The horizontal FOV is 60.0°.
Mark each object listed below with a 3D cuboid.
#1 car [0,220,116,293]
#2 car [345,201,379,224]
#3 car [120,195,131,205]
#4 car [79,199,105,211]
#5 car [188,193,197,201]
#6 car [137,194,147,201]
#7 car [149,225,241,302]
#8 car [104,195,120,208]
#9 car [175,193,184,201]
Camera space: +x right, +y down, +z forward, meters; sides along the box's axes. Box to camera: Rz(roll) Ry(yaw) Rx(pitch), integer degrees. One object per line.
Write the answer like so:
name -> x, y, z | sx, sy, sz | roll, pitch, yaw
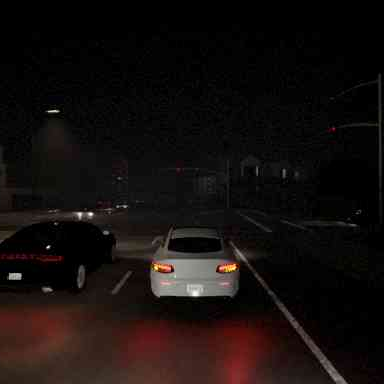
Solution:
car -> -3.425, 1.498, 8.945 | 1.882, 1.535, 5.008 | 0, 0, 0
car -> 14.262, 1.490, 25.471 | 4.553, 1.767, 2.097 | 0, -1, 0
car -> -13.968, 1.569, 67.818 | 2.150, 2.045, 5.566 | 0, 1, 0
car -> -14.080, 1.977, 46.195 | 1.895, 1.301, 4.718 | 0, -1, 0
car -> 0.045, 1.413, 89.285 | 2.150, 2.045, 5.566 | 0, -1, 0
car -> -13.953, 1.441, 92.368 | 2.150, 2.045, 5.566 | 0, 0, 0
car -> 0.071, 1.540, 8.158 | 1.812, 1.442, 4.674 | 0, 0, 0
car -> -14.056, 1.784, 55.462 | 2.097, 1.767, 4.553 | 0, 0, 0
car -> -3.455, 1.417, 88.985 | 2.150, 2.045, 5.566 | 0, 0, 0
